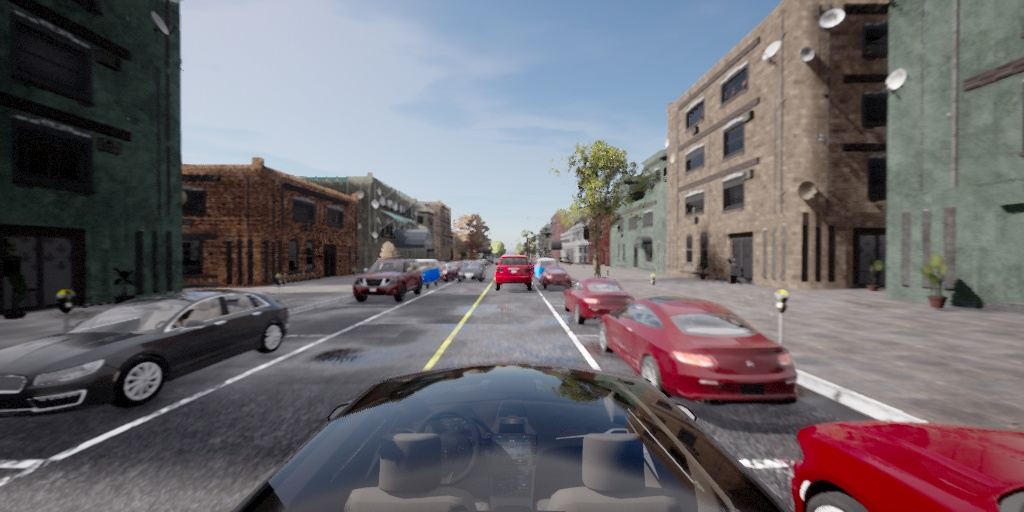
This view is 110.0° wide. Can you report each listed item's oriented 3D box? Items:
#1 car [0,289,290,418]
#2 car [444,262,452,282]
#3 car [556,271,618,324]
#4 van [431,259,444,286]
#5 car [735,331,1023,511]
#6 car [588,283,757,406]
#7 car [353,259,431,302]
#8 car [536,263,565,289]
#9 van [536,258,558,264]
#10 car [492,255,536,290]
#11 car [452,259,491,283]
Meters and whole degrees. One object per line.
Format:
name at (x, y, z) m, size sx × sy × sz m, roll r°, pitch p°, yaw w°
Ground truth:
car at (-5.685, 1.301, 6.083) m, size 2.007 × 1.370 × 4.403 m, roll 0°, pitch 0°, yaw 0°
car at (-5.677, 1.189, 28.276) m, size 1.967 × 1.591 × 4.097 m, roll 0°, pitch 0°, yaw 0°
car at (2.698, 1.332, 11.630) m, size 1.802 × 1.307 × 4.207 m, roll 0°, pitch 0°, yaw 0°
van at (-5.680, 1.090, 22.728) m, size 1.690 × 1.789 × 3.998 m, roll 0°, pitch 0°, yaw 0°
car at (2.694, 1.295, 0.534) m, size 1.888 × 1.381 × 4.507 m, roll 0°, pitch 0°, yaw 0°
car at (2.696, 1.332, 6.082) m, size 1.802 × 1.307 × 4.207 m, roll 0°, pitch 0°, yaw 0°
car at (-5.681, 1.064, 17.179) m, size 2.192 × 1.841 × 5.009 m, roll 0°, pitch 0°, yaw 0°
car at (2.701, 1.331, 22.727) m, size 1.802 × 1.307 × 4.207 m, roll 0°, pitch 0°, yaw 0°
van at (2.703, 1.089, 28.276) m, size 1.690 × 1.789 × 3.998 m, roll 0°, pitch 0°, yaw 0°
car at (0.108, 0.971, 22.862) m, size 2.150 × 2.045 × 5.566 m, roll 0°, pitch 0°, yaw 0°
car at (-3.047, 1.242, 28.084) m, size 2.128 × 1.511 × 4.902 m, roll 0°, pitch 0°, yaw 0°
